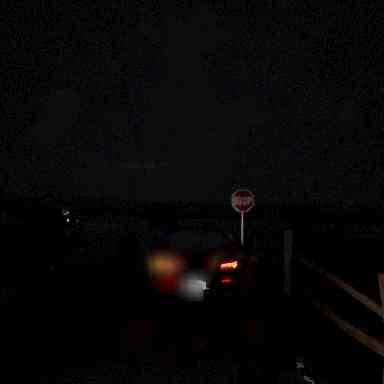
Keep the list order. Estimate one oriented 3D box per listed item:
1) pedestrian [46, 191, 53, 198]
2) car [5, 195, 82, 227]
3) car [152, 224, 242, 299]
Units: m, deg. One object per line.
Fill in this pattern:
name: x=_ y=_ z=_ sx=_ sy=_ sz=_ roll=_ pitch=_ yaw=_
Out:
pedestrian: x=-12.037 y=0.780 z=27.991 sx=0.375 sy=1.860 sz=0.375 roll=0 pitch=1 yaw=0
car: x=-9.494 y=1.162 z=21.514 sx=4.553 sy=1.767 sz=2.097 roll=2 pitch=3 yaw=9
car: x=0.091 y=1.519 z=8.305 sx=1.812 sy=1.442 sz=4.674 roll=0 pitch=0 yaw=0
